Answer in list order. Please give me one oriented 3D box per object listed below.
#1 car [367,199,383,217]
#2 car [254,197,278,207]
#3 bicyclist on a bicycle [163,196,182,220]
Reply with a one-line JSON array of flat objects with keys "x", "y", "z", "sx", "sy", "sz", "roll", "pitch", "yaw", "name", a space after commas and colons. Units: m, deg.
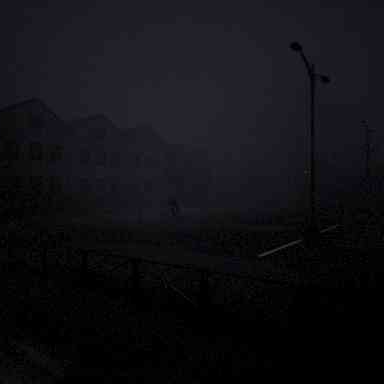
[{"x": 15.442, "y": 1.298, "z": 26.798, "sx": 2.007, "sy": 1.523, "sz": 4.514, "roll": 0, "pitch": 0, "yaw": 35, "name": "car"}, {"x": 10.440, "y": 1.356, "z": 46.668, "sx": 2.033, "sy": 1.411, "sz": 5.357, "roll": 0, "pitch": 0, "yaw": 32, "name": "car"}, {"x": -1.376, "y": 1.109, "z": 23.031, "sx": 1.656, "sy": 1.620, "sz": 0.582, "roll": 0, "pitch": 0, "yaw": 35, "name": "bicyclist on a bicycle"}]
